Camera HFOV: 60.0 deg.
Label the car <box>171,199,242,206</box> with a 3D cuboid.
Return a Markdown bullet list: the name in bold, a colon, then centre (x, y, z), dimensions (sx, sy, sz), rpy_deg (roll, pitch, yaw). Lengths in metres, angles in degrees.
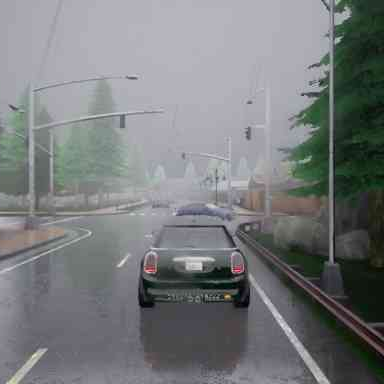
- **car**: centre (0.989, 1.509, 24.815), dimensions (4.674, 1.442, 1.812), rpy_deg (0, 1, 35)

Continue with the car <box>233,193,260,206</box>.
- **car**: centre (8.393, 1.146, 51.333), dimensions (3.866, 1.878, 1.905), rpy_deg (0, 0, -1)

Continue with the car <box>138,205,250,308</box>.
- **car**: centre (0.056, 1.352, 8.090), dimensions (2.097, 1.767, 4.553), rpy_deg (0, 0, 1)

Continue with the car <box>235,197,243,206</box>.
- **car**: centre (8.809, 1.144, 48.823), dimensions (4.605, 1.855, 1.932), rpy_deg (0, 0, -1)

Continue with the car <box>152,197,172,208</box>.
- **car**: centre (-4.085, 1.533, 43.791), dimensions (1.994, 1.385, 4.181), rpy_deg (0, 0, 0)

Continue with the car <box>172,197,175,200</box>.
- **car**: centre (-4.237, 1.571, 63.464), dimensions (1.895, 1.301, 4.718), rpy_deg (0, 0, 0)
